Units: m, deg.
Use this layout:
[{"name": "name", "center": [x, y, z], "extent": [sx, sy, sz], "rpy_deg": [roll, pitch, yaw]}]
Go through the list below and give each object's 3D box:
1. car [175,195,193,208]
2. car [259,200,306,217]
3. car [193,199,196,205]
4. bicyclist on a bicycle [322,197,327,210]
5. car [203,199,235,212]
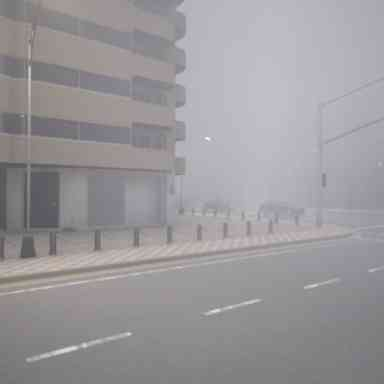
[{"name": "car", "center": [-2.489, 1.610, 49.661], "extent": [2.128, 1.511, 4.902], "rpy_deg": [0, 0, -35]}, {"name": "car", "center": [8.965, 1.596, 33.343], "extent": [1.882, 1.535, 5.008], "rpy_deg": [0, 0, -36]}, {"name": "car", "center": [-1.218, 1.672, 60.309], "extent": [1.837, 1.490, 4.892], "rpy_deg": [0, 0, -34]}, {"name": "bicyclist on a bicycle", "center": [16.908, 1.497, 42.803], "extent": [1.656, 1.620, 0.582], "rpy_deg": [0, 0, -35]}, {"name": "car", "center": [3.297, 1.610, 41.358], "extent": [2.128, 1.511, 4.902], "rpy_deg": [0, 0, -35]}]
